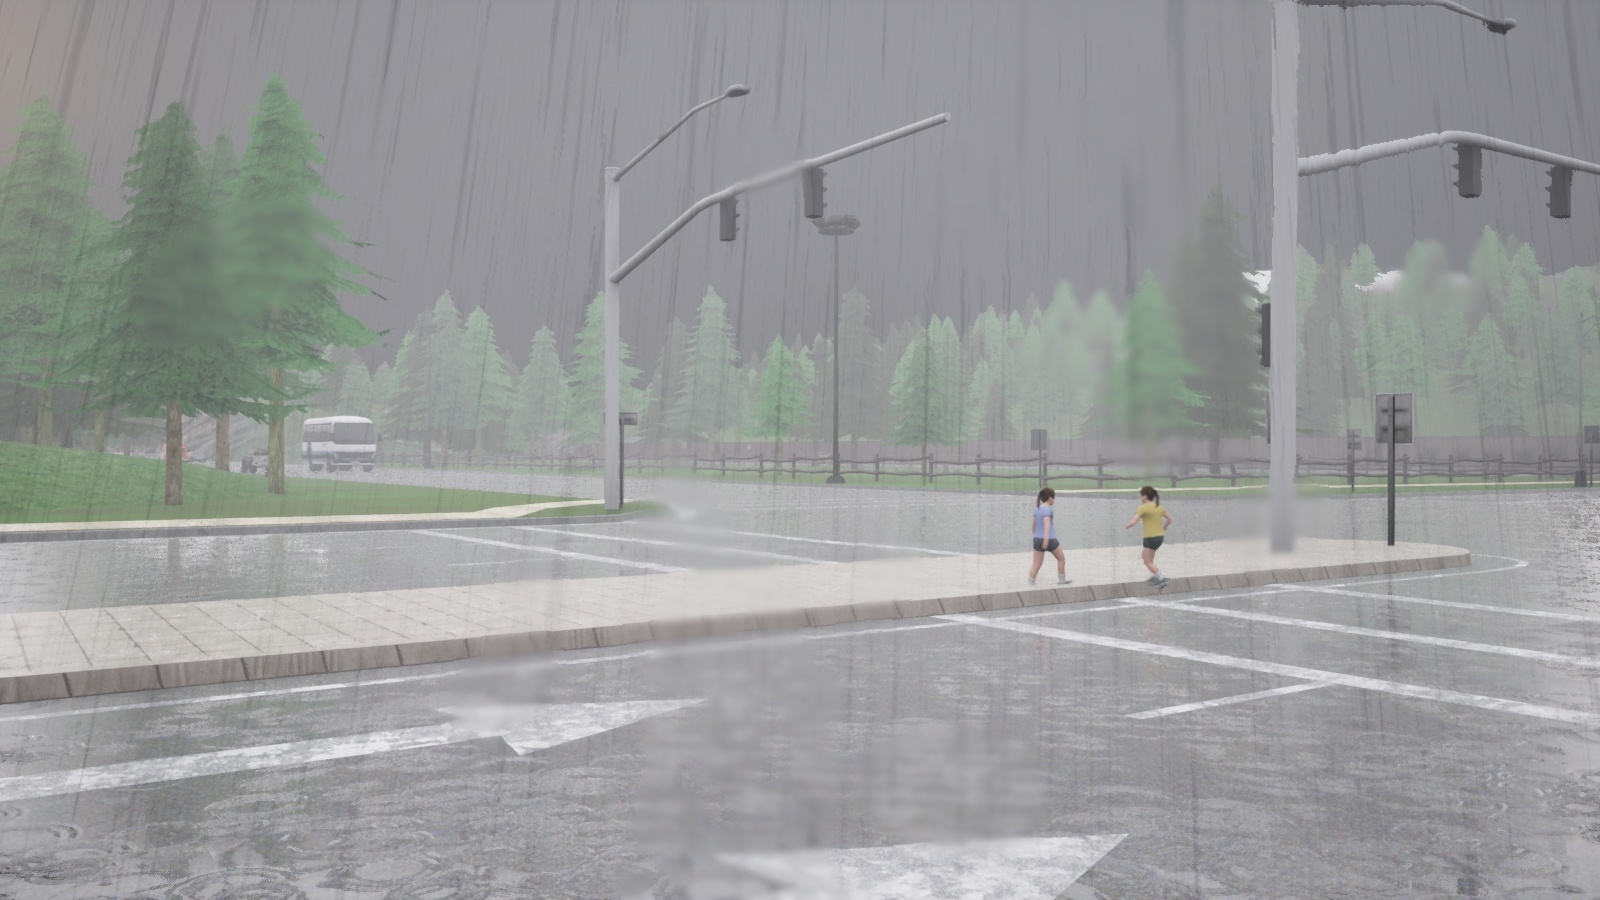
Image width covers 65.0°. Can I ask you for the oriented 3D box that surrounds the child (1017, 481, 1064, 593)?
[{"bbox_3d":[2.447,0.877,12.790,0.394,1.110,0.255,0,0,-30],"label":"child"}]

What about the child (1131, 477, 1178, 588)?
[{"bbox_3d":[3.633,0.832,12.878,0.255,1.110,0.394,0,0,-35],"label":"child"}]

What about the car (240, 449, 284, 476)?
[{"bbox_3d":[-37.410,0.854,87.308,1.932,1.855,4.605,0,0,-34],"label":"car"}]
